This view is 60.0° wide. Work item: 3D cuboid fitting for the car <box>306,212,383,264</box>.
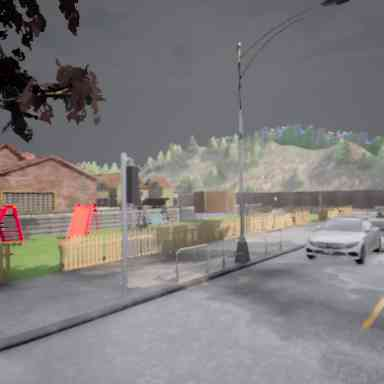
[{"bbox_3d":[5.926,1.692,12.718,1.812,1.442,4.674,-2,-1,39],"label":"car"}]
